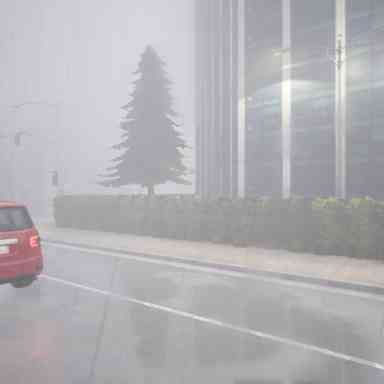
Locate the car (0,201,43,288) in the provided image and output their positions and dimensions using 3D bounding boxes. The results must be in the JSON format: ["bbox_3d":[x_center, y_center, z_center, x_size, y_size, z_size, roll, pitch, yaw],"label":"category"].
[{"bbox_3d":[-5.812,1.221,8.081,5.566,2.045,2.150,0,0,38],"label":"car"}]
